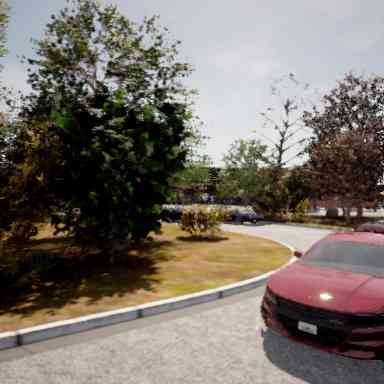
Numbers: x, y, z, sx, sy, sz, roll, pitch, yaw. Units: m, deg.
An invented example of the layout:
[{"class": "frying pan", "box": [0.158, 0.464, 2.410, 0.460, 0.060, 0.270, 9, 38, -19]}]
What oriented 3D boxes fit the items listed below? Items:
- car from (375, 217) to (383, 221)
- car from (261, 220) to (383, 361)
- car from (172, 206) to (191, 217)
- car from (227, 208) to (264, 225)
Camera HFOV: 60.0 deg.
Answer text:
[{"class": "car", "box": [9.729, 1.886, 16.109, 1.994, 1.385, 4.181, 1, -1, -5]}, {"class": "car", "box": [3.187, 1.551, 6.294, 1.882, 1.535, 5.008, 2, 1, 41]}, {"class": "car", "box": [-0.291, 1.856, 27.356, 1.895, 1.301, 4.718, 2, -1, -34]}, {"class": "car", "box": [3.621, 1.958, 27.773, 1.895, 1.301, 4.718, 2, -1, -36]}]
